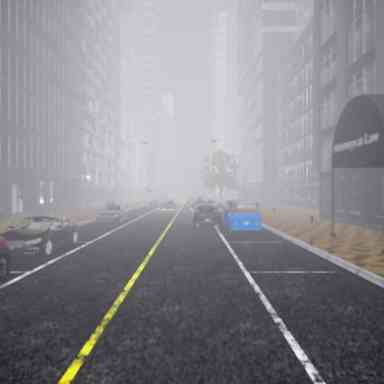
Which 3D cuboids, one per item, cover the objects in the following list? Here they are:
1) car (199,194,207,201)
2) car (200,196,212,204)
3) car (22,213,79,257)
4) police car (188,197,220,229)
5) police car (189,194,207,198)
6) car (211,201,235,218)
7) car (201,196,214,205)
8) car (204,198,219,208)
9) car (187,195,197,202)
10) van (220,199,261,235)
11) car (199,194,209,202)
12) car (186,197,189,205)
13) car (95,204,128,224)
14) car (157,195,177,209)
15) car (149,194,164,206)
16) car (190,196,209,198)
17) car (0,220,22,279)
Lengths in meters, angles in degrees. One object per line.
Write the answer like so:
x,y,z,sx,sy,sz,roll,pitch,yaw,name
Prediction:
2.682,1.304,81.002,1.967,1.590,4.097,0,0,0,car
2.684,1.462,63.925,2.008,1.369,4.403,0,0,0,car
-5.692,1.537,12.695,2.008,1.369,4.403,0,0,0,car
0.898,1.400,21.514,1.930,1.638,5.238,0,0,0,police car
0.896,1.380,37.515,1.930,1.638,5.238,0,0,0,police car
2.687,1.547,29.770,1.802,1.307,4.206,0,0,0,car
2.685,1.475,58.232,2.008,1.369,4.403,0,0,0,car
2.685,1.525,46.848,1.802,1.307,4.206,0,0,0,car
-0.008,1.397,72.166,1.994,1.385,4.181,0,0,0,car
2.688,1.320,18.386,1.690,1.788,3.998,0,0,0,van
2.683,1.320,75.310,1.967,1.590,4.097,0,0,0,car
-0.006,1.527,57.196,1.895,1.301,4.718,0,0,0,car
-5.693,1.554,24.080,1.802,1.307,4.206,0,0,0,car
-3.091,1.510,44.538,1.994,1.385,4.181,0,0,0,car
-5.696,1.485,52.543,2.008,1.369,4.403,0,0,0,car
0.897,1.441,31.404,1.882,1.535,5.008,0,0,0,car
-5.692,1.433,7.003,1.967,1.590,4.097,0,0,0,car
